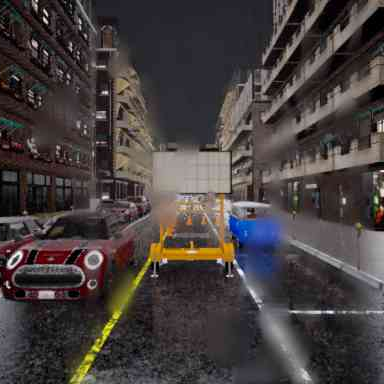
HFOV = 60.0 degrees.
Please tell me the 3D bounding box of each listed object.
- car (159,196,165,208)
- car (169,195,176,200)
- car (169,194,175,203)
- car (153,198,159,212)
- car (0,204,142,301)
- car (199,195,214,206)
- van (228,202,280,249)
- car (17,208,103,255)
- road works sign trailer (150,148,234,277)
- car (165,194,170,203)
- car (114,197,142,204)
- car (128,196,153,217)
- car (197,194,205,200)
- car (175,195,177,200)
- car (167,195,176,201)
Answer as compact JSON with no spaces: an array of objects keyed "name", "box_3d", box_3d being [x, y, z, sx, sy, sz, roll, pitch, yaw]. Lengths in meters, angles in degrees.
[{"name":"car","box_3d":[-5.345,1.586,47.682,1.802,1.307,4.206,1,0,0]},{"name":"car","box_3d":[-5.378,1.582,92.073,1.802,1.307,4.206,1,0,0]},{"name":"car","box_3d":[-5.358,1.318,69.877,2.192,1.841,5.009,1,0,0]},{"name":"car","box_3d":[-5.333,1.319,36.584,2.192,1.841,5.009,1,0,0]},{"name":"car","box_3d":[-2.758,1.353,8.540,2.097,1.767,4.553,0,0,0]},{"name":"car","box_3d":[2.533,1.444,53.257,1.967,1.590,4.097,1,0,0]},{"name":"van","box_3d":[2.564,1.343,14.413,1.690,1.788,3.998,1,0,0]},{"name":"car","box_3d":[-5.319,1.528,14.218,1.752,1.417,4.829,1,0,0]},{"name":"road works sign trailer","box_3d":[-0.002,0.466,10.214,2.380,3.560,2.880,0,0,0]},{"name":"car","box_3d":[-5.352,1.529,58.610,1.752,1.417,4.829,1,0,0]},{"name":"car","box_3d":[-5.326,1.443,25.486,1.967,1.590,4.097,1,0,0]},{"name":"car","box_3d":[-5.329,1.319,31.035,2.192,1.841,5.009,1,0,0]},{"name":"car","box_3d":[2.504,1.441,92.101,1.967,1.590,4.097,1,0,0]},{"name":"car","box_3d":[-5.369,1.553,80.976,2.008,1.369,4.403,1,0,0]},{"name":"car","box_3d":[-5.374,1.567,86.525,1.947,1.339,4.313,1,0,0]}]
